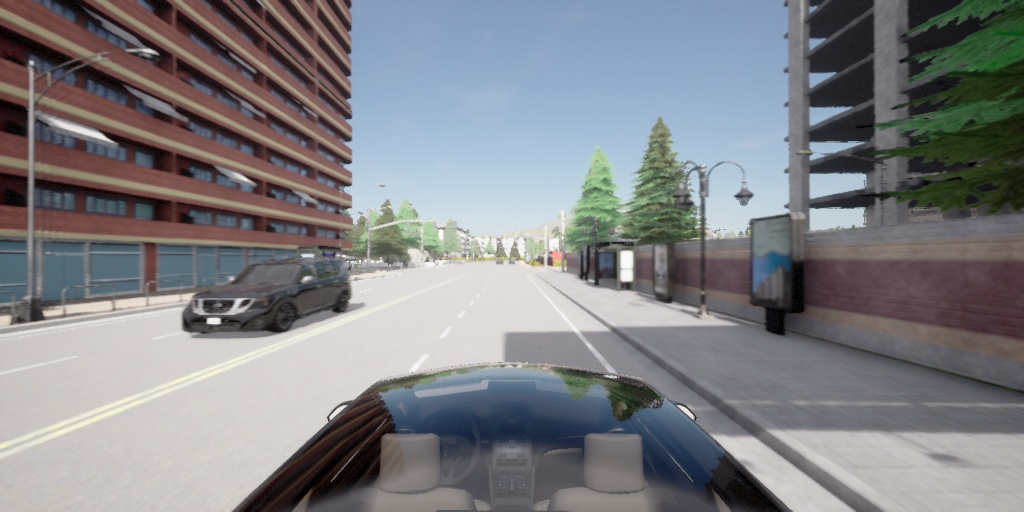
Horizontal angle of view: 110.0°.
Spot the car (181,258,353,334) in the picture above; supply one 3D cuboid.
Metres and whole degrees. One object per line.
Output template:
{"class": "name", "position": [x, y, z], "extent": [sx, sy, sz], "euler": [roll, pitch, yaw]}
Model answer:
{"class": "car", "position": [-7.003, 1.126, 11.180], "extent": [2.150, 2.045, 5.566], "euler": [0, 1, 0]}
